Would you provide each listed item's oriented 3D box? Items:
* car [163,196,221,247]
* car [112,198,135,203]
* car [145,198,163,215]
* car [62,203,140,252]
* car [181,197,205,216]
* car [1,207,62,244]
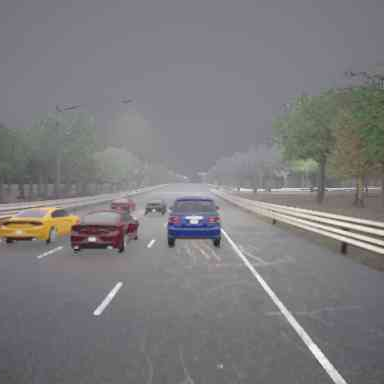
[{"bbox_3d":[0.102,1.200,15.151,2.150,2.045,5.566,0,0,0],"label":"car"},{"bbox_3d":[-6.922,1.305,33.789,1.882,1.535,5.008,0,1,0],"label":"car"},{"bbox_3d":[-3.418,1.357,32.346,1.837,1.490,4.892,0,1,0],"label":"car"},{"bbox_3d":[-3.408,1.459,13.833,1.882,1.535,5.008,0,0,0],"label":"car"},{"bbox_3d":[0.081,1.345,32.245,2.128,1.511,4.902,0,1,0],"label":"car"},{"bbox_3d":[-6.908,1.455,15.749,1.882,1.535,5.008,0,0,0],"label":"car"}]
